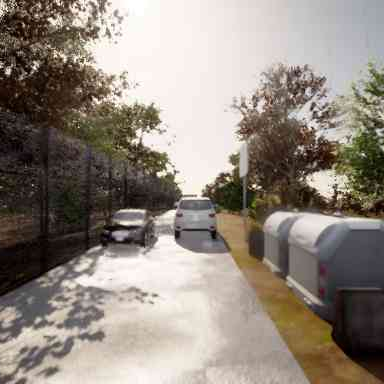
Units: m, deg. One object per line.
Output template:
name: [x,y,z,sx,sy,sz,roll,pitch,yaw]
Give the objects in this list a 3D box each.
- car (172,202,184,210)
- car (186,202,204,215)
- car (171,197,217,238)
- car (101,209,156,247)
car: [-2.379,2.367,57.113,1.812,1.442,4.674,0,-2,1]
car: [0.362,1.989,41.180,2.033,1.411,5.357,0,-1,1]
car: [0.188,1.315,18.565,2.150,2.045,5.566,0,-1,0]
car: [-2.782,1.557,15.341,2.128,1.511,4.902,0,0,0]
